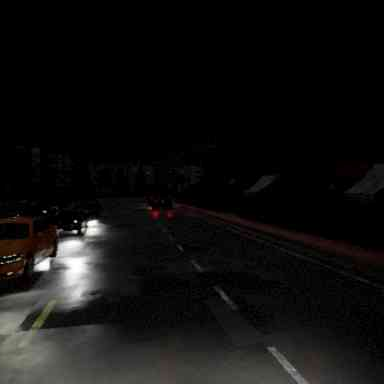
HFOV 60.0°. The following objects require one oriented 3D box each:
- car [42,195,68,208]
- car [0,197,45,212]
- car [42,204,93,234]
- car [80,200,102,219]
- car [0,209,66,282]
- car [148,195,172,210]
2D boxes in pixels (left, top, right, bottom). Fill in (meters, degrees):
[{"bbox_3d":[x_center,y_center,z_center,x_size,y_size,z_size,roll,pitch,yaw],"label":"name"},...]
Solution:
[{"bbox_3d":[-12.834,1.280,30.573,2.150,2.045,5.566,-1,0,-11],"label":"car"},{"bbox_3d":[-10.908,1.449,20.403,2.097,1.767,4.553,-1,0,-11],"label":"car"},{"bbox_3d":[-7.090,1.618,19.097,1.895,1.301,4.718,-1,0,-11],"label":"car"},{"bbox_3d":[-8.975,1.471,29.052,2.128,1.511,4.902,-1,0,-10],"label":"car"},{"bbox_3d":[-5.350,1.529,9.931,1.882,1.535,5.008,-1,0,-11],"label":"car"},{"bbox_3d":[-3.623,1.123,38.793,2.097,1.767,4.553,-1,0,-11],"label":"car"}]
